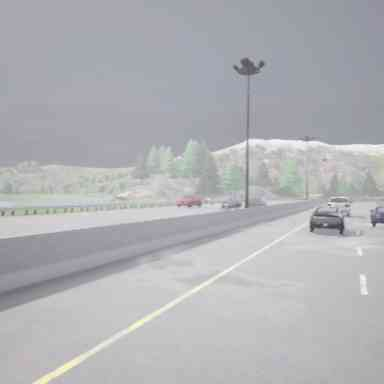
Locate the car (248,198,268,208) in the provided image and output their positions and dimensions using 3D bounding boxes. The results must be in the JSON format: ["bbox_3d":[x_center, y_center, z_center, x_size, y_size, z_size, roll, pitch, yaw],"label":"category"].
[{"bbox_3d":[9.098,1.583,46.068,2.097,1.767,4.553,1,0,26],"label":"car"}]

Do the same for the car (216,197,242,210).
[{"bbox_3d":[5.703,1.681,47.110,2.128,1.511,4.902,1,0,26],"label":"car"}]

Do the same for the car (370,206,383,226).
[{"bbox_3d":[14.475,1.784,24.939,1.812,1.442,4.674,1,0,26],"label":"car"}]

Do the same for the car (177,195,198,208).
[{"bbox_3d":[-0.256,1.424,50.831,2.150,2.045,5.566,1,0,26],"label":"car"}]

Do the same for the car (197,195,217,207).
[{"bbox_3d":[2.904,1.293,49.322,1.812,1.442,4.674,1,0,26],"label":"car"}]

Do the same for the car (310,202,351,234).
[{"bbox_3d":[8.520,1.658,20.719,2.128,1.511,4.902,1,0,26],"label":"car"}]

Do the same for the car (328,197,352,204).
[{"bbox_3d":[15.868,1.527,35.764,2.150,2.045,5.566,1,0,26],"label":"car"}]
